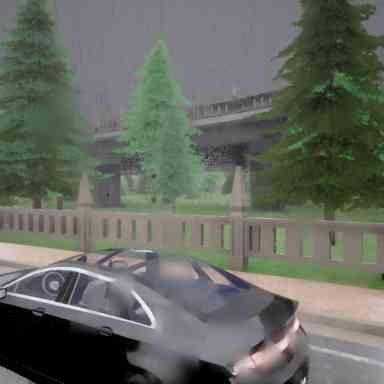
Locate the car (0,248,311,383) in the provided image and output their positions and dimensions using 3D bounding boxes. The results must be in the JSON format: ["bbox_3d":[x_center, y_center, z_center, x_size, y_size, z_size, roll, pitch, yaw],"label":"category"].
[{"bbox_3d":[-1.100,1.492,4.193,4.902,1.511,2.128,0,0,33],"label":"car"}]
